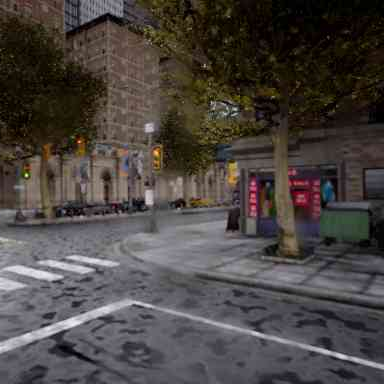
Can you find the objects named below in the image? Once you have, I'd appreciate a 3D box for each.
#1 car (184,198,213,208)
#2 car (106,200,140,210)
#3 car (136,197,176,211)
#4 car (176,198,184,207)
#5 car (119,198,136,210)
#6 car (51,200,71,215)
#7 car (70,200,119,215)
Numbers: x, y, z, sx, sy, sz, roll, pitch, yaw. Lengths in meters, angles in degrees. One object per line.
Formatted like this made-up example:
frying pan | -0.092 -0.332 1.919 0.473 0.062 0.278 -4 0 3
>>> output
car | 1.358 1.658 51.897 1.882 1.535 5.008 0 0 36
car | -9.890 1.818 47.713 1.895 1.301 4.718 0 0 36
car | -4.649 1.686 43.608 1.837 1.490 4.892 0 0 36
car | -1.499 1.680 53.924 1.882 1.535 5.008 0 0 36
car | -7.617 1.555 45.480 2.097 1.767 4.553 0 0 36
car | -13.560 1.709 37.254 1.837 1.490 4.892 0 0 36
car | -10.378 1.746 35.681 1.994 1.385 4.181 0 0 36
